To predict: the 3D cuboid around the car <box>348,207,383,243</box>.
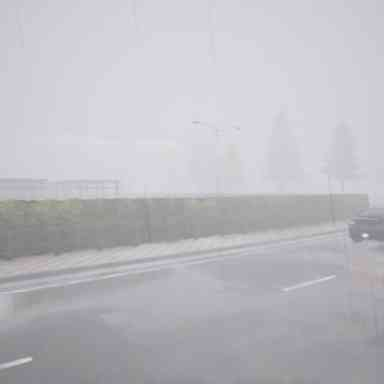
[{"bbox_3d":[8.615,1.413,14.366,4.892,1.490,1.837,-1,1,-38],"label":"car"}]
